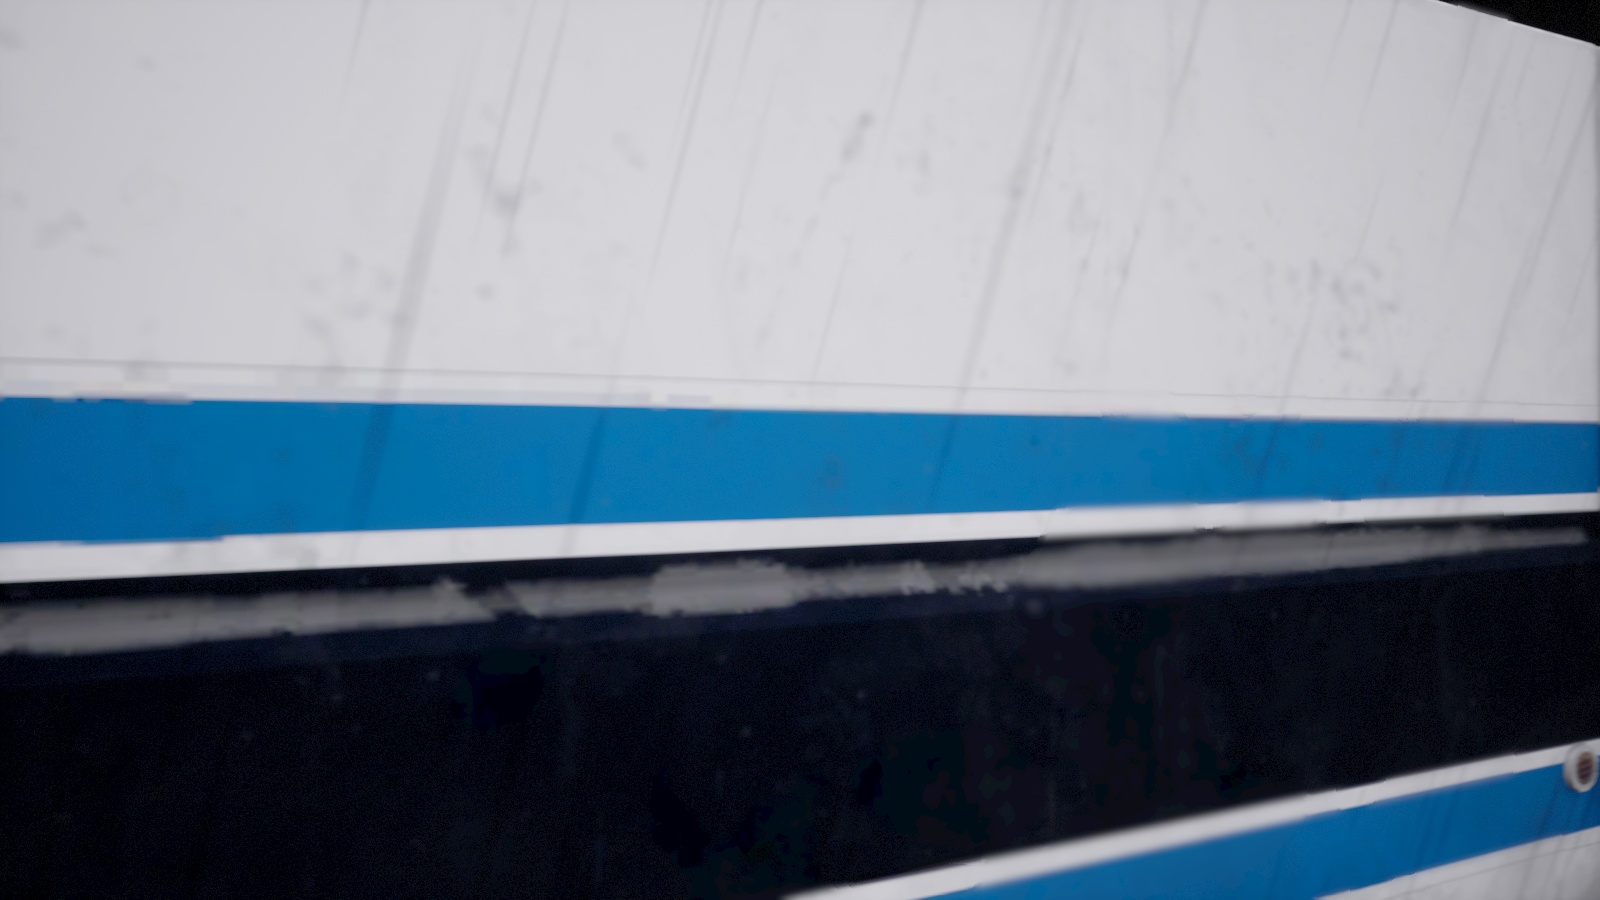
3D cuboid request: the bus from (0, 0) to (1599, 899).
[{"bbox_3d":[0.114,-0.632,3.445,10.273,4.253,3.944,0,0,-29],"label":"bus"}]
